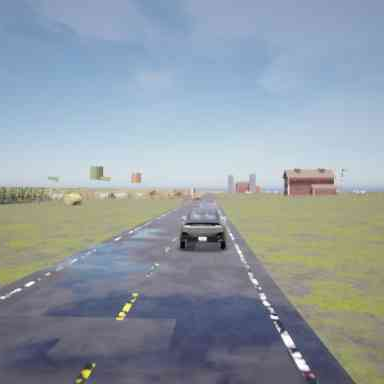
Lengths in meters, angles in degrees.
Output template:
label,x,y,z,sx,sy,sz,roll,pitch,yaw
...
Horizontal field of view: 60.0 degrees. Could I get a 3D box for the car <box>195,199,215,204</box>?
label,x,y,z,sx,sy,sz,roll,pitch,yaw
car,1.331,1.604,29.560,1.895,1.301,4.718,0,0,3

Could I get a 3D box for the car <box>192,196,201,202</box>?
label,x,y,z,sx,sy,sz,roll,pitch,yaw
car,1.092,1.512,75.830,1.895,1.301,4.718,0,0,3

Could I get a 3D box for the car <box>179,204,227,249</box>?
label,x,y,z,sx,sy,sz,roll,pitch,yaw
car,0.515,1.491,14.551,2.128,1.511,4.902,0,0,3
